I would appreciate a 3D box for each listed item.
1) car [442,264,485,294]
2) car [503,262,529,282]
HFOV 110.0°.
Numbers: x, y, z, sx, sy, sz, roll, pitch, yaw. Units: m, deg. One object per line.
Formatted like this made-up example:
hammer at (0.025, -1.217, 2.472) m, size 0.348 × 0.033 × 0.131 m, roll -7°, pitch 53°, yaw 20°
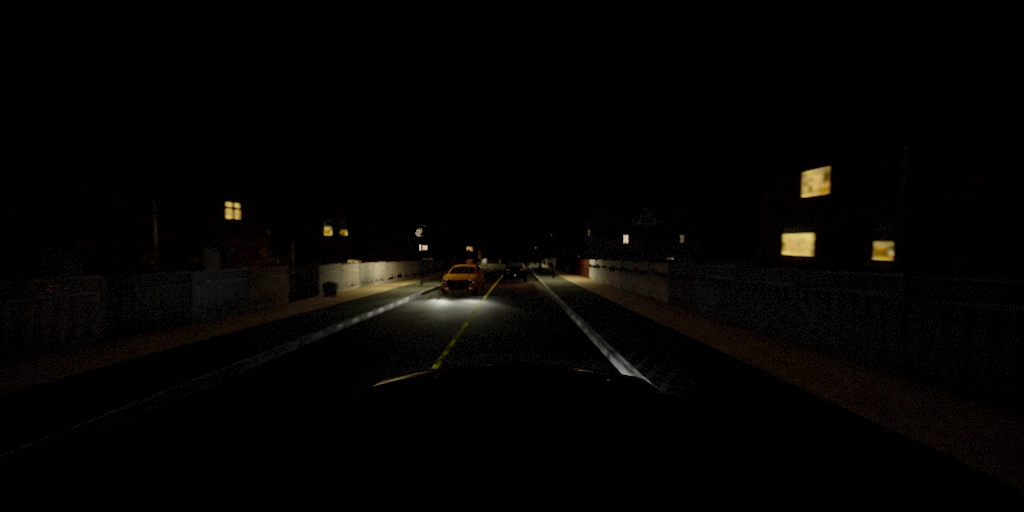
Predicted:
car at (-2.634, 1.211, 20.155) m, size 1.882 × 1.535 × 5.008 m, roll 0°, pitch 0°, yaw 1°
car at (0.291, 1.236, 29.215) m, size 2.128 × 1.511 × 4.902 m, roll 0°, pitch 0°, yaw 2°
